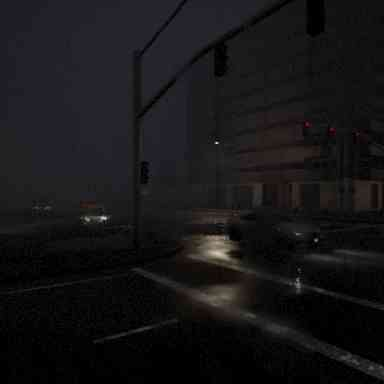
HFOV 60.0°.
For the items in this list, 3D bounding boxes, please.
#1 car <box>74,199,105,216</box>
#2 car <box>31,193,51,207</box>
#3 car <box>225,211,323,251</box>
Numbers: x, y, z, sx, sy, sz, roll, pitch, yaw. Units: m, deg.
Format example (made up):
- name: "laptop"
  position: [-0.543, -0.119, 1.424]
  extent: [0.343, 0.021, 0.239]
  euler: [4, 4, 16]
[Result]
- name: "car"
  position: [-10.640, 1.547, 34.333]
  extent: [1.882, 1.535, 5.008]
  euler: [0, 0, -35]
- name: "car"
  position: [-24.715, 1.199, 54.164]
  extent: [2.150, 2.045, 5.566]
  euler: [0, 0, -35]
- name: "car"
  position: [3.386, 1.568, 14.575]
  extent: [1.812, 1.442, 4.674]
  euler: [0, 0, -35]
